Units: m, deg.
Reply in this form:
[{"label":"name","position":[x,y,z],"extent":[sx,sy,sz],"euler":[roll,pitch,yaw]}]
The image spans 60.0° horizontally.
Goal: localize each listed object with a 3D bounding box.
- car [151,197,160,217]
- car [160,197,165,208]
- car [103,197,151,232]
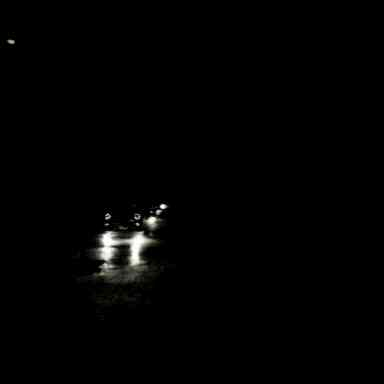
[{"label":"car","position":[-4.396,1.315,31.209],"extent":[2.097,1.767,4.553],"euler":[1,0,-3]},{"label":"car","position":[-5.038,1.525,44.222],"extent":[2.033,1.411,5.357],"euler":[1,0,-3]},{"label":"car","position":[-3.836,1.310,19.826],"extent":[2.097,1.767,4.553],"euler":[1,0,-3]}]
